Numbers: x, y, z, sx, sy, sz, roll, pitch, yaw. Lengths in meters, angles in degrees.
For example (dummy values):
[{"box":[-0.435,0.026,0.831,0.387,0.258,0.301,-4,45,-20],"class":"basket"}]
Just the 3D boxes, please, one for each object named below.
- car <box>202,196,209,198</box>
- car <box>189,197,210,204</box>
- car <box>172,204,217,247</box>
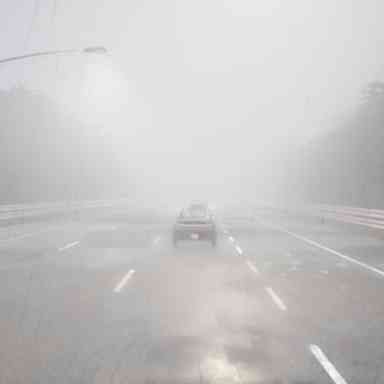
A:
[{"box":[1.427,1.612,52.323,1.812,1.442,4.674,0,0,3],"class":"car"},{"box":[0.623,1.564,34.252,1.812,1.442,4.674,0,0,2],"class":"car"},{"box":[0.133,1.506,15.180,2.128,1.511,4.902,0,0,1],"class":"car"}]
